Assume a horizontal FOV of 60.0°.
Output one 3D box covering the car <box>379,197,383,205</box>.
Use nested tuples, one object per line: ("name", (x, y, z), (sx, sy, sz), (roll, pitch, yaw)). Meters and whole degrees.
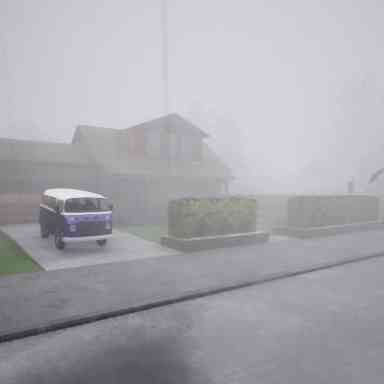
("car", (24.700, 0.985, 41.441), (3.866, 1.878, 1.905), (0, 0, 0))
